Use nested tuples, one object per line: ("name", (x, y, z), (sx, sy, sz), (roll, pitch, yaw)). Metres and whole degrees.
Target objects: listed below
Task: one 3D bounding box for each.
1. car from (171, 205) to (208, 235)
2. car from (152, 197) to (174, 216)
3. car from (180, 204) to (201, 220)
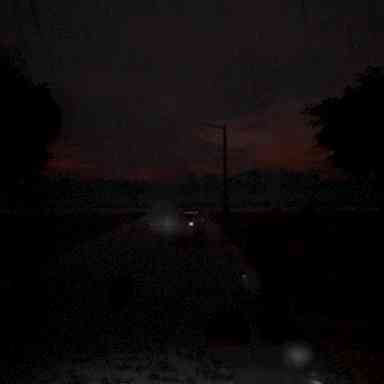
("car", (-0.053, 1.747, 20.304), (1.994, 1.385, 4.181), (0, -1, 0))
("car", (-3.283, 1.624, 37.892), (2.150, 2.045, 5.566), (0, -1, 0))
("car", (-0.167, 1.918, 32.432), (1.895, 1.301, 4.718), (0, -1, 0))
